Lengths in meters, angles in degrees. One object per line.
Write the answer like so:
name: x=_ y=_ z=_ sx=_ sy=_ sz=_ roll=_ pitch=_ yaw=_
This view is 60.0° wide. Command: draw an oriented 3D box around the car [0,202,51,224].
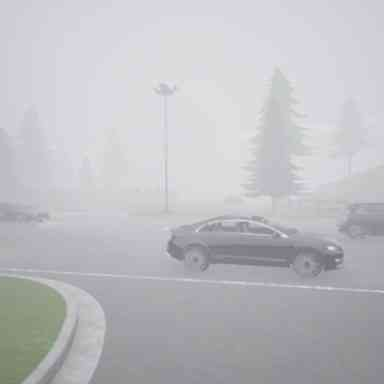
car: x=-13.058 y=1.538 z=24.147 sx=5.357 sy=1.411 sz=2.033 roll=0 pitch=0 yaw=14

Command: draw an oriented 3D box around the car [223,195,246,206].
car: x=6.102 y=1.219 z=47.362 sx=1.837 sy=1.490 sz=4.892 roll=2 pitch=2 yaw=31

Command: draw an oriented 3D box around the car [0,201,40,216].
car: x=-17.591 y=1.588 z=32.431 sx=4.718 sy=1.301 sz=1.895 roll=-1 pitch=0 yaw=-7

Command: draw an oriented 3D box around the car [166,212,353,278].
car: x=1.680 y=1.432 z=9.593 sx=4.902 sy=1.511 sz=2.128 roll=-1 pitch=0 yaw=14

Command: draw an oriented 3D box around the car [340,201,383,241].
car: x=8.948 y=1.203 z=14.976 sx=4.553 sy=1.767 sz=2.097 roll=0 pitch=0 yaw=14
